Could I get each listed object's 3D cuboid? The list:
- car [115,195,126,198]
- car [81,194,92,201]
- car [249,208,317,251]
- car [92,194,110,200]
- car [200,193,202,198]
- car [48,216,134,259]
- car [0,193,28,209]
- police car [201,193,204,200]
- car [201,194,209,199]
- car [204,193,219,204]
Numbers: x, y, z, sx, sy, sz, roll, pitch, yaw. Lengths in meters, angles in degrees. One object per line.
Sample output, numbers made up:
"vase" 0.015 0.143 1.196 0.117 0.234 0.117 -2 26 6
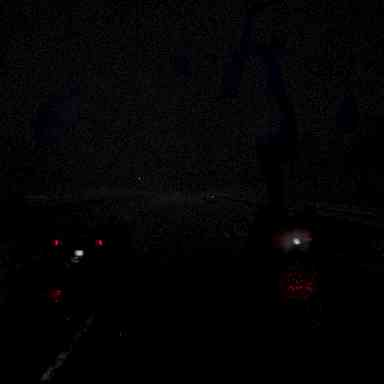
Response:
"car" -14.011 1.294 65.649 1.895 1.301 4.718 0 0 0
"car" -21.010 1.141 67.401 1.882 1.535 5.008 0 0 0
"car" 3.599 1.444 13.813 1.837 1.490 4.892 0 0 0
"car" -17.512 1.206 65.683 2.128 1.511 4.902 0 0 0
"car" 3.489 1.133 78.093 1.837 1.490 4.892 0 0 0
"car" -3.402 1.546 12.264 1.895 1.301 4.718 0 0 0
"car" -14.101 1.111 24.292 2.150 2.045 5.566 0 0 0
"police car" 3.490 1.186 67.087 2.038 1.542 4.974 0 0 0
"car" 3.487 1.177 89.129 1.895 1.301 4.718 0 0 0
"car" 3.492 1.298 56.081 1.994 1.385 4.181 0 0 0
